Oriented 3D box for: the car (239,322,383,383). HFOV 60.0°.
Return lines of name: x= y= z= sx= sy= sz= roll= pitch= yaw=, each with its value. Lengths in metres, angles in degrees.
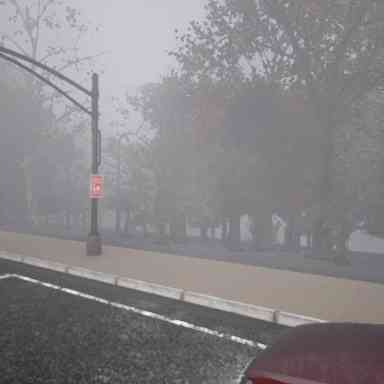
car: x=2.301 y=1.564 z=2.046 sx=4.181 sy=1.385 sz=1.994 roll=0 pitch=0 yaw=35
